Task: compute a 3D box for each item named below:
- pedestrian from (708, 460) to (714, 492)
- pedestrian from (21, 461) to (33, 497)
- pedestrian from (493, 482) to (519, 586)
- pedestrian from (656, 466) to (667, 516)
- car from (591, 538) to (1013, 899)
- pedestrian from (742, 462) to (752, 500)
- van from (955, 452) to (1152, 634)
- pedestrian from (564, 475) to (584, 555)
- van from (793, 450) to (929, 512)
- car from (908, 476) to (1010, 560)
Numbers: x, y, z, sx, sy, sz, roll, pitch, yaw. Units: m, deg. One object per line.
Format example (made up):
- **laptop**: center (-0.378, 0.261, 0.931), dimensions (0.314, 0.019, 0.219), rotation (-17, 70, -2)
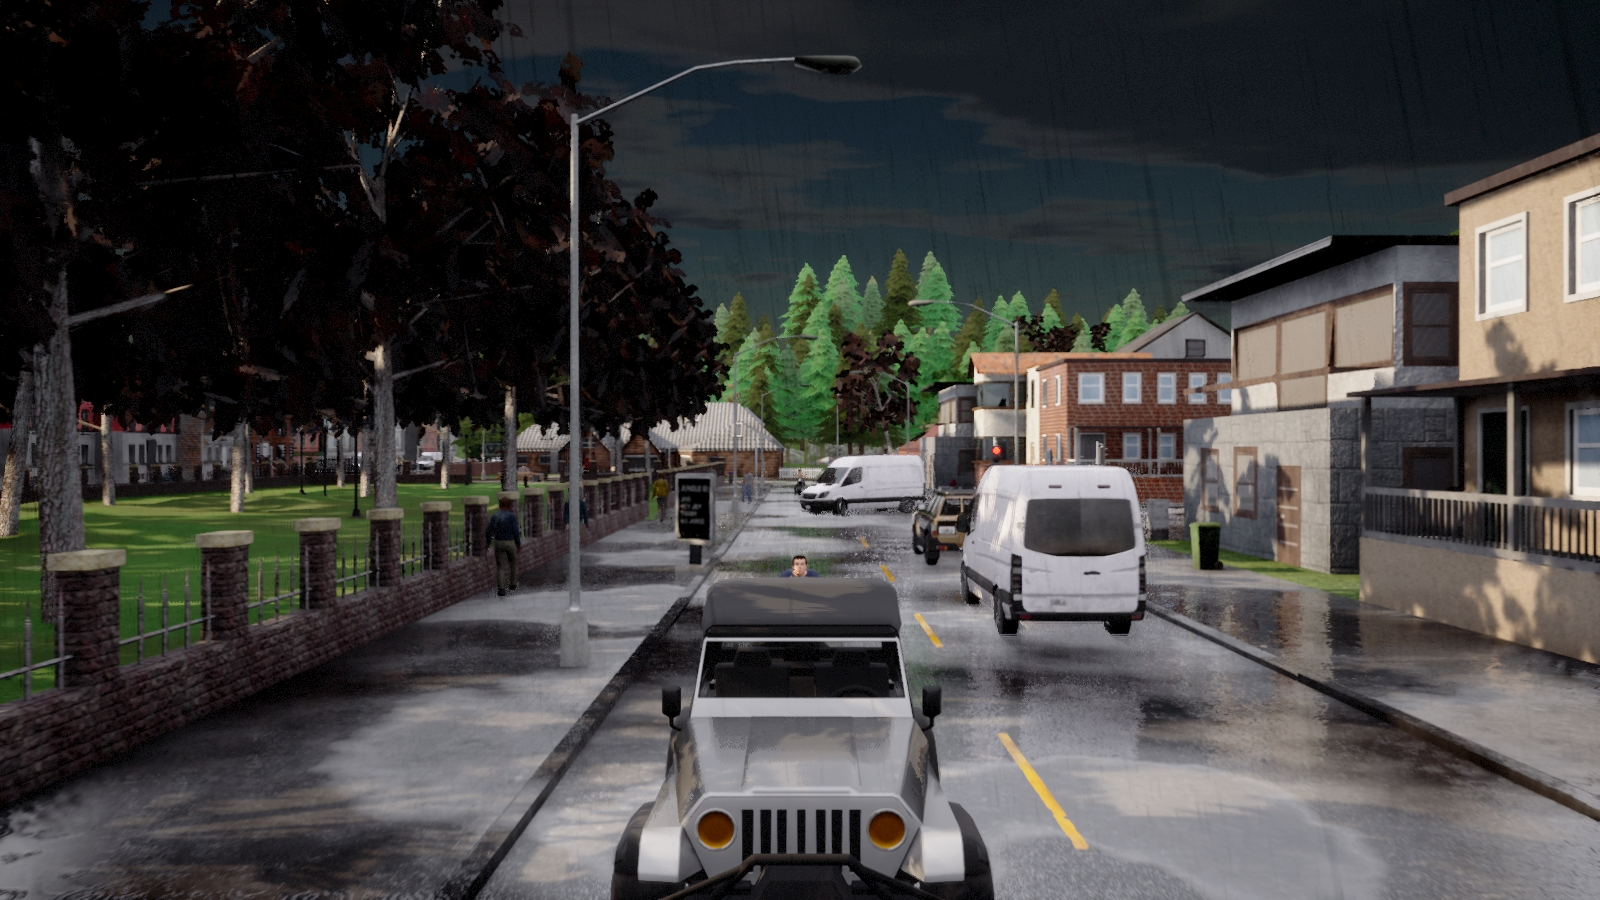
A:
- **pedestrian**: center (-5.231, 1.524, 67.276), dimensions (0.375, 1.860, 0.375), rotation (0, 0, -4)
- **pedestrian**: center (-40.498, 1.525, 59.869), dimensions (0.375, 1.860, 0.375), rotation (0, 0, 0)
- **pedestrian**: center (-5.370, 1.524, 20.858), dimensions (0.375, 1.860, 0.375), rotation (0, 0, 0)
- **pedestrian**: center (-5.164, 1.524, 42.580), dimensions (0.375, 1.860, 0.375), rotation (0, 0, 3)
- **car**: center (0.013, 1.637, 7.099), dimensions (1.905, 1.878, 3.866), rotation (0, 0, 0)
- **pedestrian**: center (-2.611, 1.524, 56.407), dimensions (0.375, 1.860, 0.375), rotation (0, 0, 26)
- **van**: center (3.971, 1.313, 19.062), dimensions (1.988, 2.561, 5.915), rotation (0, 0, 0)
- **pedestrian**: center (-5.324, 1.524, 26.940), dimensions (0.375, 1.860, 0.375), rotation (0, 0, 3)
- **van**: center (2.708, 1.313, 49.888), dimensions (5.915, 2.561, 1.988), rotation (0, -1, -35)
- **car**: center (3.942, 1.643, 29.037), dimensions (1.932, 1.855, 4.605), rotation (0, 0, 0)
